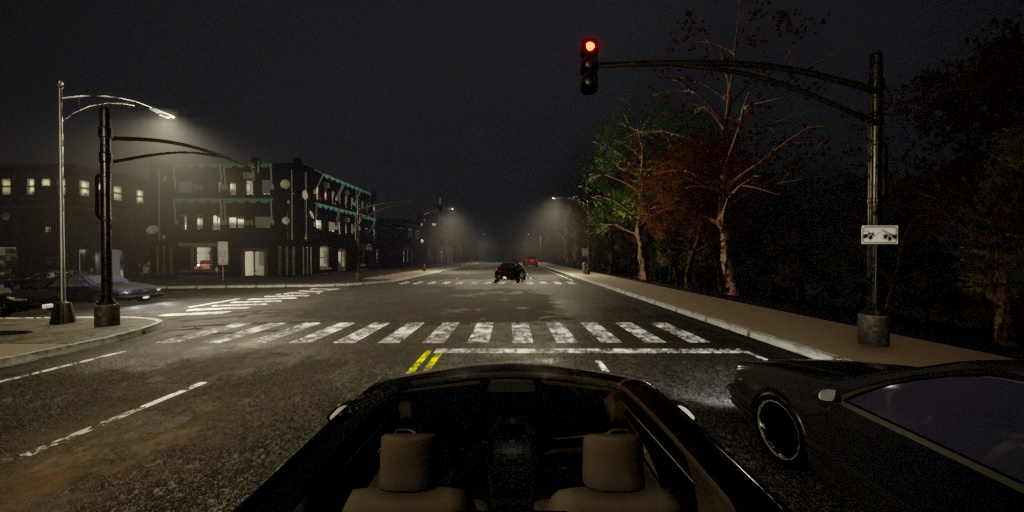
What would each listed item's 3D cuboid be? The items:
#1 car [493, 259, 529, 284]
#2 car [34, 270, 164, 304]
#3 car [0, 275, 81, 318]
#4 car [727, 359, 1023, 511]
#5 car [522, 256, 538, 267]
[{"bbox_3d":[-0.124,1.248,27.320,1.837,1.490,4.892,2,0,9],"label":"car"},{"bbox_3d":[-19.285,1.511,16.449,5.357,1.411,2.033,-1,1,3],"label":"car"},{"bbox_3d":[-19.933,1.565,13.723,4.313,1.339,1.948,0,0,0],"label":"car"},{"bbox_3d":[3.326,1.297,1.736,2.033,1.411,5.357,0,0,3],"label":"car"},{"bbox_3d":[3.428,0.948,63.942,2.150,2.045,5.566,0,0,0],"label":"car"}]
